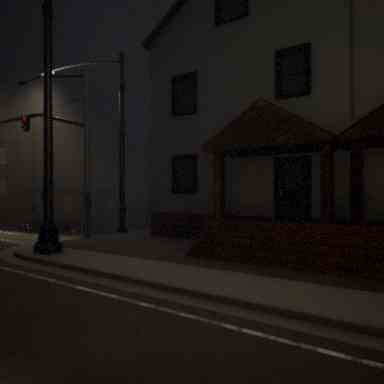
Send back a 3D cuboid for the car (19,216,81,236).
[{"bbox_3d":[-11.428,2.699,27.154,1.837,1.490,4.892,-1,-9,36],"label":"car"}]
